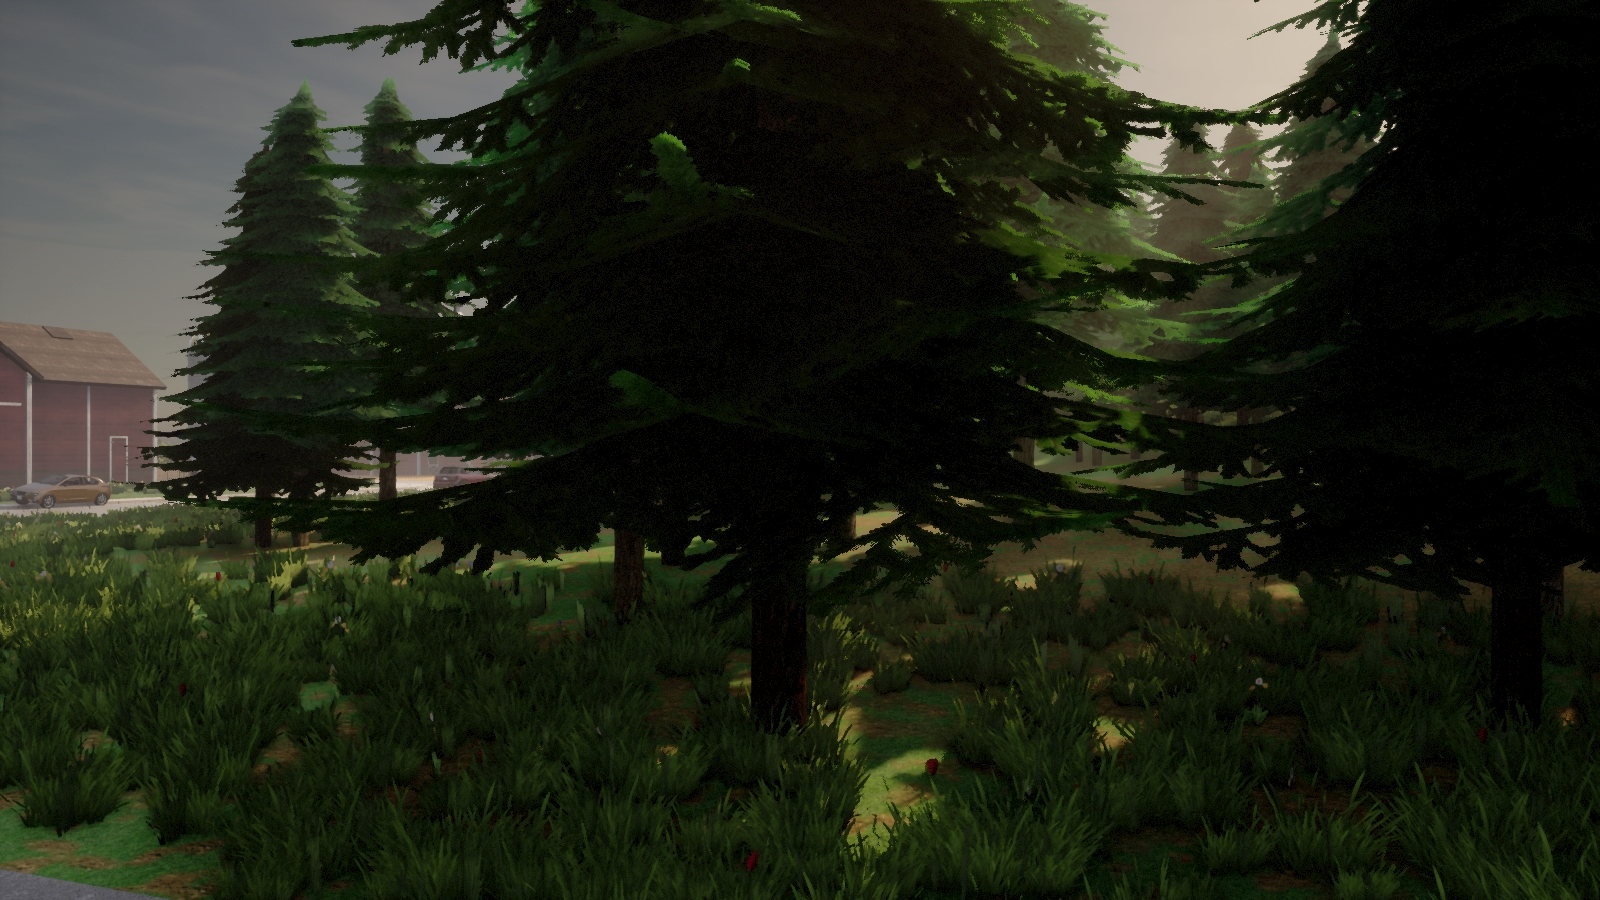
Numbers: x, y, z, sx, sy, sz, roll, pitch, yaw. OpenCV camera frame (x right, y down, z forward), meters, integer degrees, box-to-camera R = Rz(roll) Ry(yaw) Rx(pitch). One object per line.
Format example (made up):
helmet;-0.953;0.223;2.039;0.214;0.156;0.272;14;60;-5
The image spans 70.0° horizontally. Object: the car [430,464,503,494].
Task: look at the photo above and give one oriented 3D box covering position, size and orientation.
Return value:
car;-20.940;1.766;71.956;2.097;1.767;4.553;0;0;20
